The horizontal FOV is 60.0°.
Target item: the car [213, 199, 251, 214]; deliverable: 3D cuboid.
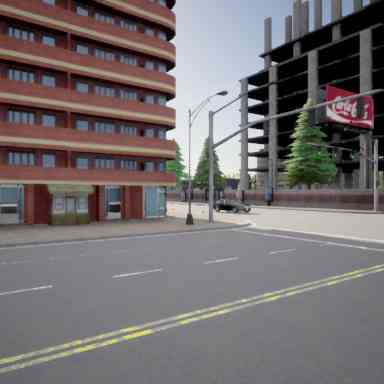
[{"bbox_3d":[4.230,1.491,35.918,2.128,1.511,4.902,0,0,-35],"label":"car"}]
